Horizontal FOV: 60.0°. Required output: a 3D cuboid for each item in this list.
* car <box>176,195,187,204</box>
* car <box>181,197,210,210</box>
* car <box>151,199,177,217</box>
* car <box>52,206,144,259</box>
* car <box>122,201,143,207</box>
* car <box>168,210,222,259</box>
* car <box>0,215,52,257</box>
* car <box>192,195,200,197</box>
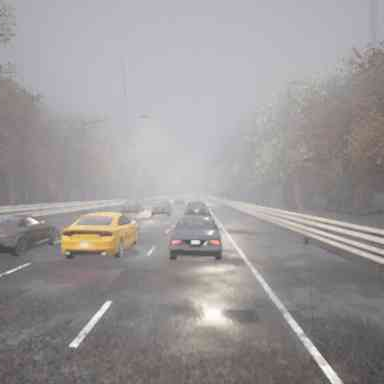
[{"bbox_3d":[-2.442,1.857,66.222,1.882,1.535,5.008,1,0,1],"label":"car"},{"bbox_3d":[0.407,1.538,27.883,2.097,1.767,4.553,1,0,1],"label":"car"},{"bbox_3d":[-2.991,1.739,34.028,2.033,1.411,5.357,1,0,1],"label":"car"},{"bbox_3d":[-3.351,1.534,12.985,1.882,1.535,5.008,1,0,1],"label":"car"},{"bbox_3d":[-6.457,1.718,36.088,2.033,1.411,5.357,1,0,1],"label":"car"},{"bbox_3d":[0.150,1.637,12.904,2.033,1.411,5.357,1,0,1],"label":"car"},{"bbox_3d":[-6.852,1.587,13.000,1.994,1.385,4.181,1,0,1],"label":"car"},{"bbox_3d":[1.230,2.005,76.196,2.033,1.411,5.357,1,0,1],"label":"car"}]
